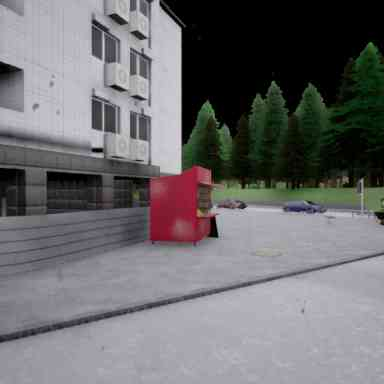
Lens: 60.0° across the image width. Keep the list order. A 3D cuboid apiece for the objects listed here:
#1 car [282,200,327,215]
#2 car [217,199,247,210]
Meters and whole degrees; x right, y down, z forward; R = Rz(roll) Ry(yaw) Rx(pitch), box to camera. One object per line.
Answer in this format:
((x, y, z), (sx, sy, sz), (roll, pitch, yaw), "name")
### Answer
((11.490, 1.525, 34.277), (1.812, 1.442, 4.674), (0, 0, -36), "car")
((5.167, 1.564, 43.127), (1.994, 1.385, 4.181), (0, 0, -35), "car")
